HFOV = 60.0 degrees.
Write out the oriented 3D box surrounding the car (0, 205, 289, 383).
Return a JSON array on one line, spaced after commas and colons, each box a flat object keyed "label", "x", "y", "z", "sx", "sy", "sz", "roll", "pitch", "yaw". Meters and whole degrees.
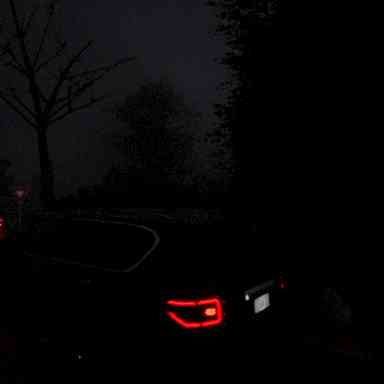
[{"label": "car", "x": -1.344, "y": 1.223, "z": 5.132, "sx": 5.566, "sy": 2.045, "sz": 2.150, "roll": 0, "pitch": 0, "yaw": 40}]
